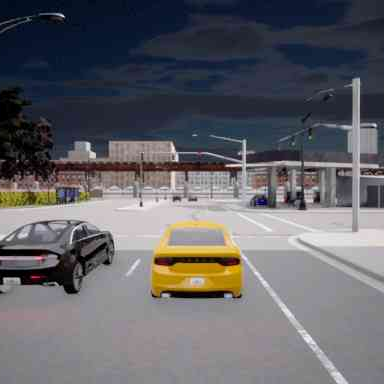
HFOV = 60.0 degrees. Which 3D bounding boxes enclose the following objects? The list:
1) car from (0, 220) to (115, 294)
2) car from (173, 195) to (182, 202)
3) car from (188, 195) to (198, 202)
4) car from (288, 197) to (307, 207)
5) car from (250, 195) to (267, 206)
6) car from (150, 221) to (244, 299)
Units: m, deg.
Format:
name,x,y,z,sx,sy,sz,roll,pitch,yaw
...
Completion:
name,x,y,z,sx,sy,sz,roll,pitch,yaw
car,-3.392,1.474,8.735,2.128,1.511,4.902,0,0,0
car,-3.282,1.385,73.494,1.837,1.490,4.892,0,0,0
car,0.218,1.445,73.484,1.994,1.385,4.181,0,0,0
car,15.603,1.425,49.526,1.970,1.475,3.806,0,0,1
car,9.856,1.252,48.780,2.242,1.667,4.611,0,0,1
car,0.107,1.468,8.516,1.882,1.535,5.008,0,0,0
